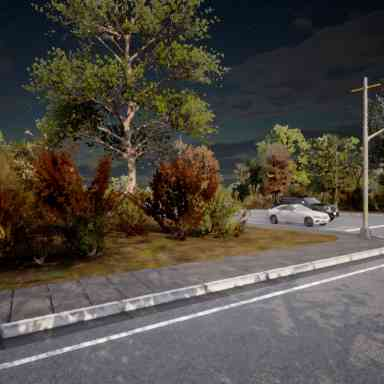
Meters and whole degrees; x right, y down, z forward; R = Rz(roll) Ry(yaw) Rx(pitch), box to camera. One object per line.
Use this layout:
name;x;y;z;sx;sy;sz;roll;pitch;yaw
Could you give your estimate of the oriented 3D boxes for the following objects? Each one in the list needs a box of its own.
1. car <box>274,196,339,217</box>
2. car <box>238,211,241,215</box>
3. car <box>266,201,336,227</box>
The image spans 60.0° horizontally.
car;9.084;1.316;27.263;2.150;2.045;5.566;0;-1;-37
car;2.854;1.589;34.535;2.097;1.767;4.553;0;-1;-42
car;7.401;1.600;23.669;1.812;1.442;4.674;0;-1;-38
